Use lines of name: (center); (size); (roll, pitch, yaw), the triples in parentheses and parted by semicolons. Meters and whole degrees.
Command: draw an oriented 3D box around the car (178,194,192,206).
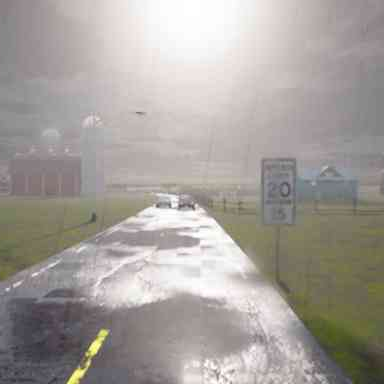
car: (-1.070, 1.152, 48.787); (1.837, 1.490, 4.892); (0, 1, -3)

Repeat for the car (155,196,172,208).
car: (-3.551, 1.215, 42.474); (1.812, 1.442, 4.674); (0, 0, -2)

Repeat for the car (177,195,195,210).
car: (-0.646, 1.316, 38.413); (1.895, 1.301, 4.718); (0, 0, -2)
